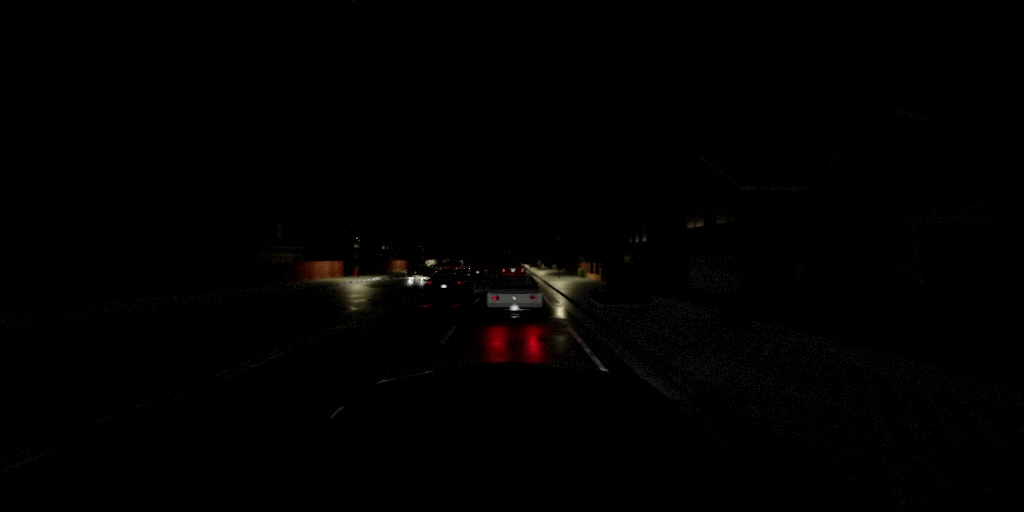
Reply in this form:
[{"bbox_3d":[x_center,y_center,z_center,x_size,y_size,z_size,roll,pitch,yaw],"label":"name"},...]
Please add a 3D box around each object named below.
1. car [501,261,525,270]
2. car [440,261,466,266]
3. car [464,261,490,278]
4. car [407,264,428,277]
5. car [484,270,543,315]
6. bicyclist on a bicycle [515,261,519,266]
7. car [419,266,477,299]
[{"bbox_3d":[0.092,1.258,31.762,2.097,1.767,4.553,0,0,0],"label":"car"},{"bbox_3d":[-6.595,1.308,38.553,2.097,1.767,4.553,0,0,0],"label":"car"},{"bbox_3d":[-3.156,1.494,35.074,1.994,1.385,4.181,0,0,0],"label":"car"},{"bbox_3d":[-9.846,1.519,38.495,1.994,1.385,4.181,0,0,0],"label":"car"},{"bbox_3d":[0.092,1.403,13.877,1.895,1.301,4.718,0,0,0],"label":"car"},{"bbox_3d":[0.884,1.514,54.525,0.866,1.612,1.509,0,0,0],"label":"bicyclist on a bicycle"},{"bbox_3d":[-3.155,1.390,18.631,1.994,1.385,4.181,0,0,0],"label":"car"}]
